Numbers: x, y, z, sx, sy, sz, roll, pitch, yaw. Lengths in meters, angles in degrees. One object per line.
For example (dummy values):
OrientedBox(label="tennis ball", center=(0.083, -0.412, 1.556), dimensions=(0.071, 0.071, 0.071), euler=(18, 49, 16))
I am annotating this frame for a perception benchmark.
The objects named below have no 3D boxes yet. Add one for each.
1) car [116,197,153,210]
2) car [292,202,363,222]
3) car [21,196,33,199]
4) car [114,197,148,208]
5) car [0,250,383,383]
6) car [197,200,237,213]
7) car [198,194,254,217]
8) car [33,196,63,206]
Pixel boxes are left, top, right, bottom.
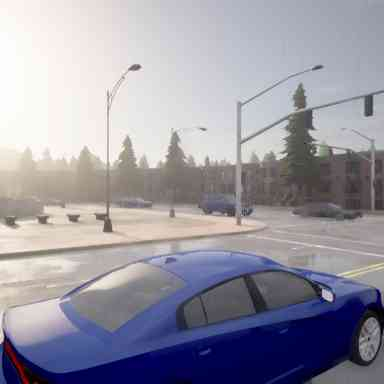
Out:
OrientedBox(label="car", center=(-7.289, 1.477, 43.771), dimensions=(5.008, 1.535, 1.882), euler=(0, 0, 40))
OrientedBox(label="car", center=(10.870, 1.547, 27.124), dimensions=(2.033, 1.411, 5.357), euler=(0, 0, -40))
OrientedBox(label="car", center=(-29.901, 1.505, 60.665), dimensions=(4.892, 1.490, 1.837), euler=(0, 0, 5))
OrientedBox(label="car", center=(-9.174, 1.477, 49.610), dimensions=(5.008, 1.535, 1.882), euler=(0, 0, 33))
OrientedBox(label="car", center=(0.445, 1.478, 4.113), dimensions=(5.008, 1.535, 1.882), euler=(0, 0, -35))
OrientedBox(label="car", center=(2.793, 1.601, 37.732), dimensions=(1.895, 1.301, 4.718), euler=(0, 0, -38))
OrientedBox(label="car", center=(3.233, 1.221, 31.290), dimensions=(2.150, 2.045, 5.566), euler=(0, 0, -36))
OrientedBox(label="car", center=(-22.213, 1.593, 52.322), dimensions=(4.181, 1.385, 1.994), euler=(0, 0, 16))
